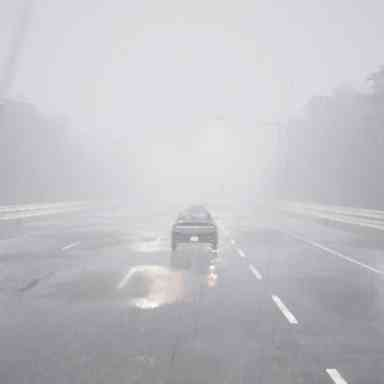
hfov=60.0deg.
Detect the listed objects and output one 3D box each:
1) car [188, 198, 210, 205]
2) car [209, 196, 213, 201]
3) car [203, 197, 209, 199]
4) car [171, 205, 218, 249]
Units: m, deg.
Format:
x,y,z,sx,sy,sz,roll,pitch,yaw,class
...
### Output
x,y,z,sx,sy,sz,roll,pitch,yaw,class
0.605,1.634,33.731,1.812,1.442,4.674,0,0,2,car
3.370,1.873,81.027,2.128,1.511,4.902,0,0,5,car
1.396,1.711,51.788,1.812,1.442,4.674,0,0,3,car
0.124,1.520,14.655,2.128,1.511,4.902,0,0,1,car
